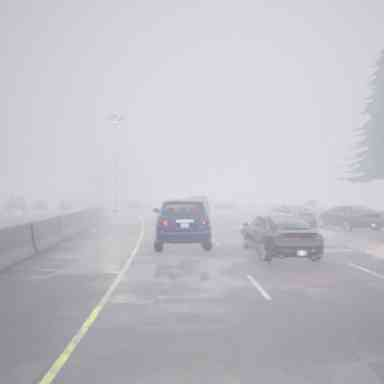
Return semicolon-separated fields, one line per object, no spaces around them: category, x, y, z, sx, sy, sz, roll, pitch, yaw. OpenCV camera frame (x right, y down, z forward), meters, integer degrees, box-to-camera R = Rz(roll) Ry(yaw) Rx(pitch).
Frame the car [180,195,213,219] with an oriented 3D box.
car;0.304;1.395;32.922;2.150;2.045;5.566;0;0;-11

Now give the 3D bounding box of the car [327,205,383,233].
car;9.393;1.531;20.110;1.837;1.490;4.892;0;0;-7

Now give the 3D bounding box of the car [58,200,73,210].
car;-18.836;1.905;49.795;1.882;1.535;5.008;0;0;-18

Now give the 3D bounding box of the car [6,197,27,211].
car;-26.117;1.704;49.573;2.150;2.045;5.566;0;0;-19

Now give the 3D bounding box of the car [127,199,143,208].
car;-9.828;1.936;57.252;2.033;1.411;5.357;0;0;-22

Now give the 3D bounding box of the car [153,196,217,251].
car;-0.501;1.305;14.652;2.150;2.045;5.566;0;0;-5

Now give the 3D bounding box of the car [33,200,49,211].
car;-22.505;1.963;49.747;1.837;1.490;4.892;0;0;-18

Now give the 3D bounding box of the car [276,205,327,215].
car;5.830;1.549;20.310;2.128;1.511;4.902;0;0;-7

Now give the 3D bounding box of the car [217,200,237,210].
car;4.511;1.804;45.837;1.895;1.301;4.718;0;0;-15

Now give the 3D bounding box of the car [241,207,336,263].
car;3.078;1.545;12.192;1.837;1.490;4.892;0;0;-4

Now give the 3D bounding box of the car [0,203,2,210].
car;-29.954;2.032;49.858;1.837;1.490;4.892;0;0;-19
